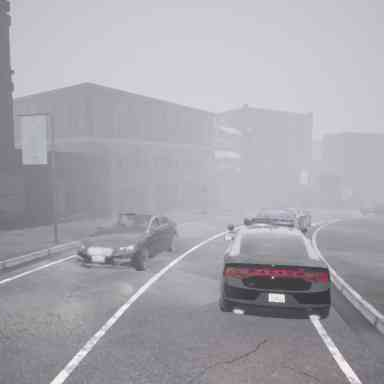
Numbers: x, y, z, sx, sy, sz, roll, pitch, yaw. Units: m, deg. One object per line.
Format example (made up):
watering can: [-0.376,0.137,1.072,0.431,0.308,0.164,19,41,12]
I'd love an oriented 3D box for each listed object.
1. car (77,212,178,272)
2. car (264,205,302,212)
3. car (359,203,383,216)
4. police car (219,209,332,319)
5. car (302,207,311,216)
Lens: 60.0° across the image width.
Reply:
car: [-1.826,1.437,10.879,2.128,1.511,4.902,1,0,13]
car: [4.259,1.520,16.677,1.882,1.535,5.008,2,0,21]
car: [22.482,2.105,40.375,5.357,1.411,2.033,2,3,-32]
police car: [1.746,1.433,7.663,1.930,1.638,5.238,1,0,10]
car: [6.620,1.612,21.846,1.812,1.442,4.674,2,1,28]
